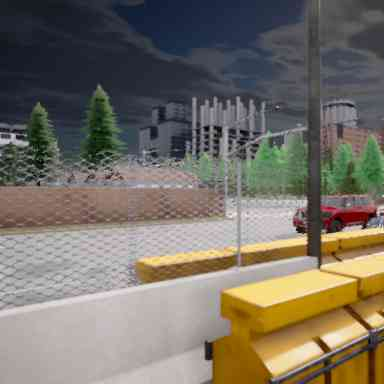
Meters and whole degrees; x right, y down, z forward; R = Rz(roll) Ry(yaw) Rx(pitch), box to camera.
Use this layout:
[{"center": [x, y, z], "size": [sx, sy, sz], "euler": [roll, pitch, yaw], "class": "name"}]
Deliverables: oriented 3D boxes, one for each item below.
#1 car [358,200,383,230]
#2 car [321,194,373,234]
[{"center": [9.985, 1.358, 15.287], "size": [4.553, 1.767, 2.097], "euler": [0, 0, -35], "class": "car"}, {"center": [7.905, 1.133, 18.102], "size": [5.566, 2.045, 2.150], "euler": [0, 0, -35], "class": "car"}]
